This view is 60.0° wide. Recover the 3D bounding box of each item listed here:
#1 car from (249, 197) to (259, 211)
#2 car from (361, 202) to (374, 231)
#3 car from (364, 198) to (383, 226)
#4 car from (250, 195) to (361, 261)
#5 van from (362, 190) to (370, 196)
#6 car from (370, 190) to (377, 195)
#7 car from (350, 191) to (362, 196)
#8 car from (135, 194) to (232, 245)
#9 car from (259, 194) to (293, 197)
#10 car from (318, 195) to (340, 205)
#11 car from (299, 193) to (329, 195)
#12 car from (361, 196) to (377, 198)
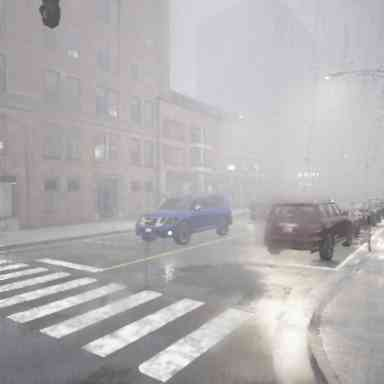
[{"bbox_3d":[5.933,1.320,24.063,1.837,1.490,4.892,-1,0,36],"label":"car"},{"bbox_3d":[7.492,1.378,16.334,1.802,1.307,4.206,0,1,36],"label":"car"},{"bbox_3d":[10.748,1.289,20.870,2.008,1.369,4.403,0,0,36],"label":"car"},{"bbox_3d":[4.235,1.170,11.798,2.192,1.841,5.009,0,1,36],"label":"car"},{"bbox_3d":[36.373,0.640,71.185,1.690,1.788,3.998,0,0,36],"label":"van"},{"bbox_3d":[42.885,0.503,80.257,2.192,1.841,5.009,0,0,36],"label":"car"},{"bbox_3d":[29.861,0.975,62.113,1.947,1.339,4.313,0,0,36],"label":"car"},{"bbox_3d":[-0.160,1.146,15.594,2.150,2.045,5.566,-1,0,35],"label":"car"},{"bbox_3d":[7.064,1.108,30.356,2.192,1.841,5.009,0,0,36],"label":"car"},{"bbox_3d":[20.091,1.124,48.504,2.008,1.369,4.403,0,0,36],"label":"car"},{"bbox_3d":[12.416,1.181,33.072,1.882,1.535,5.008,-1,0,36],"label":"car"},{"bbox_3d":[14.003,1.226,25.404,1.887,1.381,4.507,0,0,36],"label":"car"}]
